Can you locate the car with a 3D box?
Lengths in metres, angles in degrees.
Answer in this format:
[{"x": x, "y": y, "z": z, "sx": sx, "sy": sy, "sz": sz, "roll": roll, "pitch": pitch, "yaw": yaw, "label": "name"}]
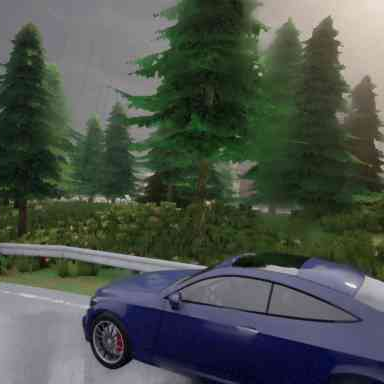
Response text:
[{"x": 0.743, "y": 1.499, "z": 4.106, "sx": 4.674, "sy": 1.442, "sz": 1.812, "roll": 1, "pitch": 1, "yaw": 31, "label": "car"}]
